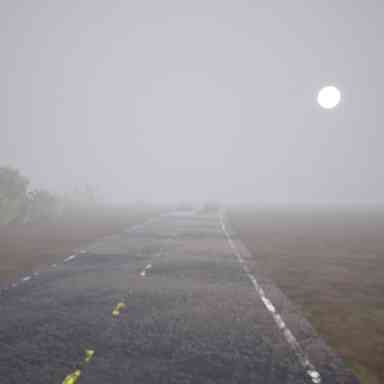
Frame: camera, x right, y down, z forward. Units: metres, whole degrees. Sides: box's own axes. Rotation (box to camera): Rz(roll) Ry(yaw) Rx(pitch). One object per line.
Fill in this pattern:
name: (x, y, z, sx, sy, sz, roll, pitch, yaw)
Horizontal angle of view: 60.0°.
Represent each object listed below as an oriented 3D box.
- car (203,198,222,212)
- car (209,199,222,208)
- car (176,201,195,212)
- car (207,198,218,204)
car: (2.591, 1.905, 44.762, 1.994, 1.385, 4.181, 0, -1, 7)
car: (4.177, 2.011, 58.667, 1.994, 1.385, 4.181, 0, 0, 9)
car: (-0.777, 1.890, 43.233, 1.994, 1.385, 4.181, 0, 0, 6)
car: (5.164, 2.148, 82.525, 2.128, 1.511, 4.902, 0, 0, 11)
